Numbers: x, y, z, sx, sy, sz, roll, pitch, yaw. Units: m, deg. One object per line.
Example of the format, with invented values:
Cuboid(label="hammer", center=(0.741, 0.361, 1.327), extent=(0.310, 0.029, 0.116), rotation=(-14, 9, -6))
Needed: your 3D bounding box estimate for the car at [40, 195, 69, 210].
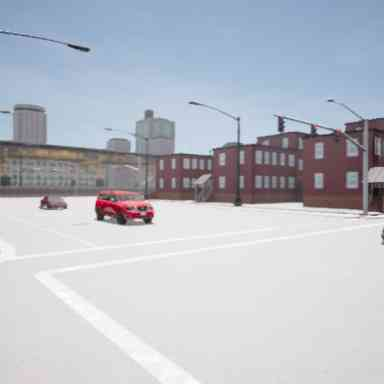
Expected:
Cuboid(label="car", center=(-14.459, 1.091, 34.654), extent=(1.812, 1.442, 4.674), rotation=(0, 1, -39))

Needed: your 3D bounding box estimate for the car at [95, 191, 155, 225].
Cuboid(label="car", center=(-4.625, 0.966, 22.238), extent=(2.150, 2.045, 5.566), rotation=(0, 1, -38))

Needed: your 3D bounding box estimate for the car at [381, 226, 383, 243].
Cuboid(label="car", center=(8.274, 1.411, 11.648), extent=(2.128, 1.511, 4.902), rotation=(1, 1, 14))
